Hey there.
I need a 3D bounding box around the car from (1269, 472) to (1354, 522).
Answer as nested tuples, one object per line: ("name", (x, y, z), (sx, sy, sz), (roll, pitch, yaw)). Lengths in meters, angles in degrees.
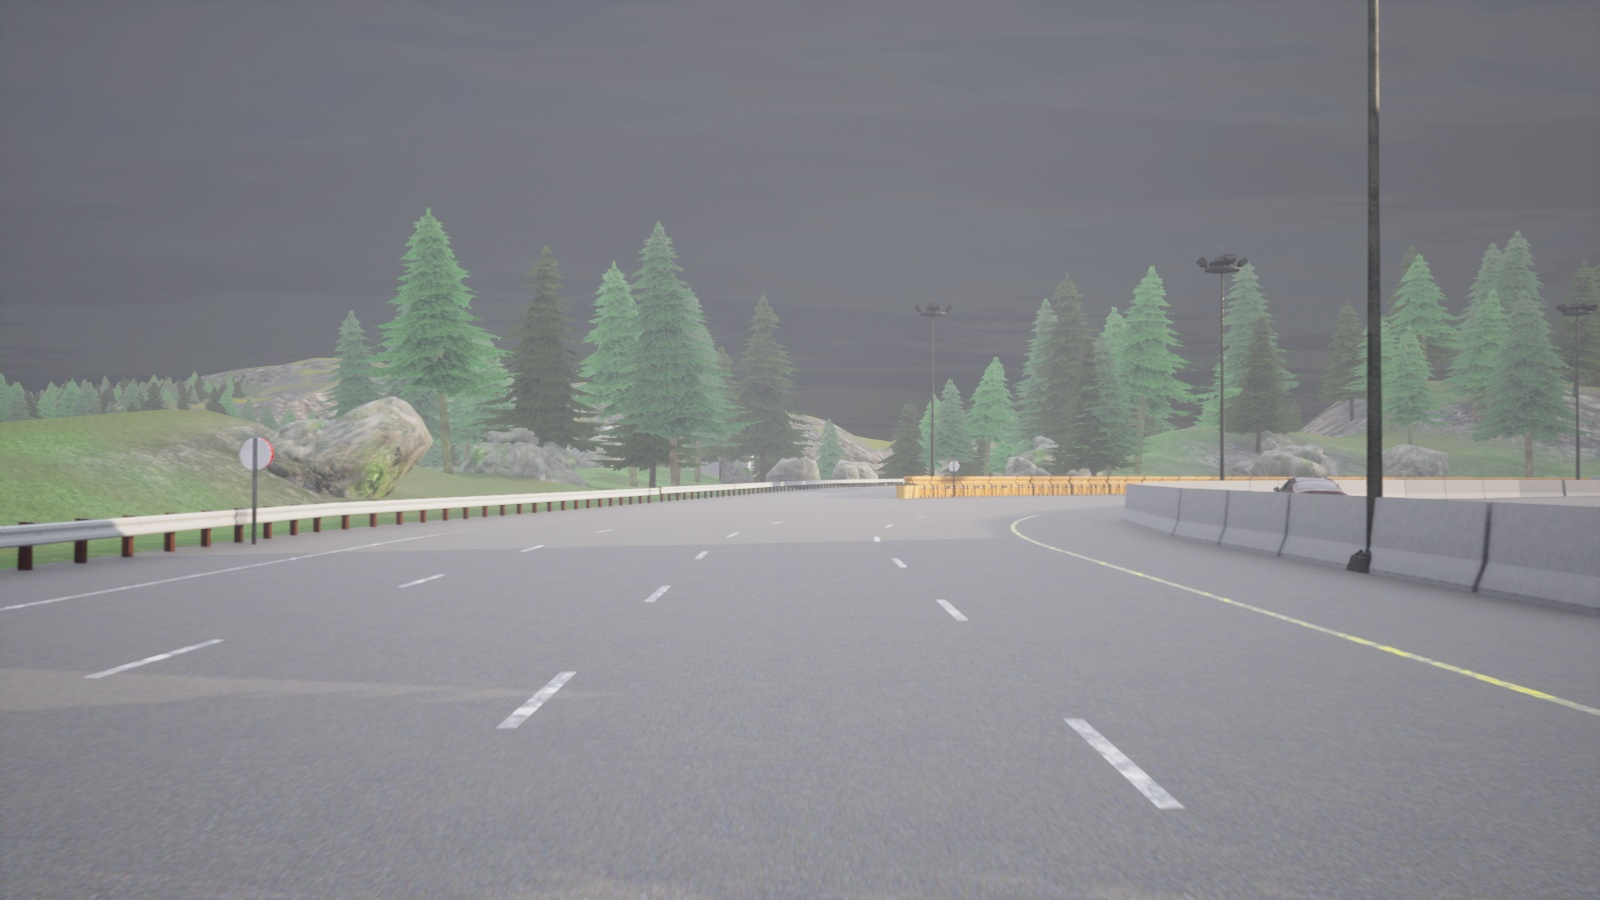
("car", (15.697, 1.418, 38.757), (1.812, 1.442, 4.674), (-1, -1, 15))
